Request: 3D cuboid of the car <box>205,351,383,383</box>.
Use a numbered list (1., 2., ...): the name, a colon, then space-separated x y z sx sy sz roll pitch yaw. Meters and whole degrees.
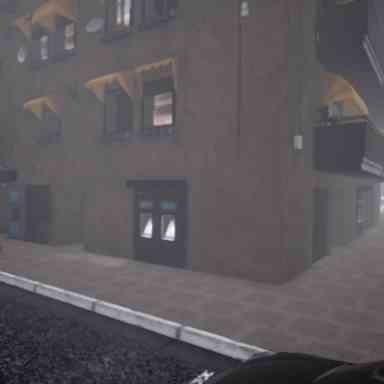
1. car: 1.741 1.569 1.469 4.313 1.339 1.947 0 1 36
